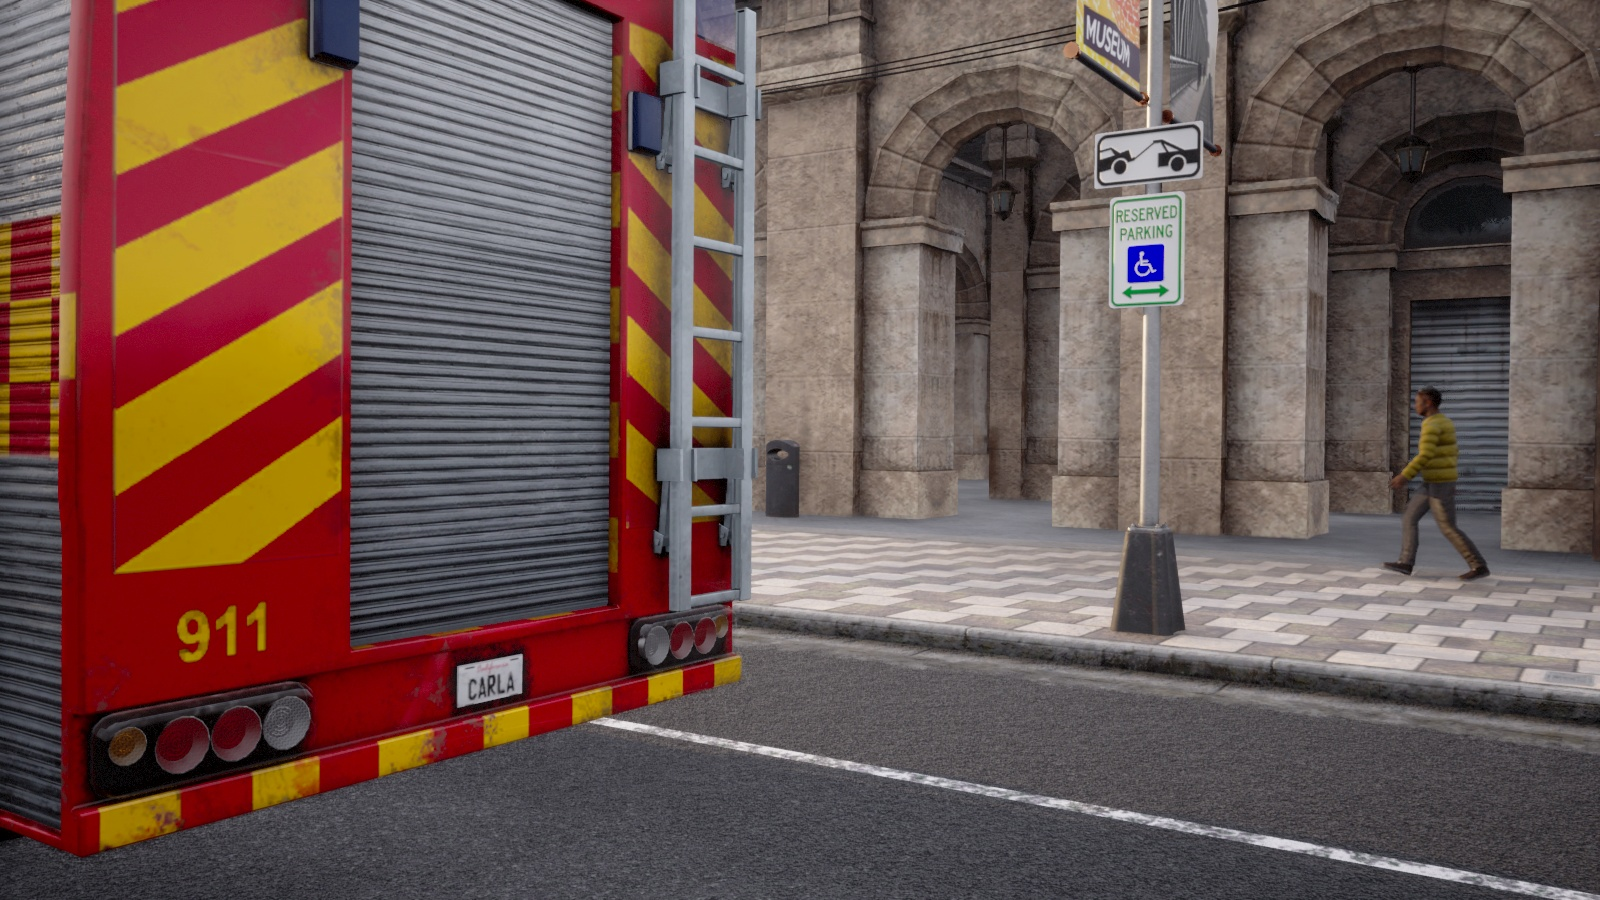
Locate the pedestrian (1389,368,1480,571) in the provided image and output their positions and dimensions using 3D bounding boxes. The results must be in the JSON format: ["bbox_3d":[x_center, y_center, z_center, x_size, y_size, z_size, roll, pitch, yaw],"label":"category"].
[{"bbox_3d":[5.923,0.174,11.718,0.709,1.840,0.431,0,1,33],"label":"pedestrian"}]

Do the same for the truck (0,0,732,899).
[{"bbox_3d":[-4.646,-0.483,6.693,8.468,3.827,2.891,0,1,34],"label":"truck"}]
